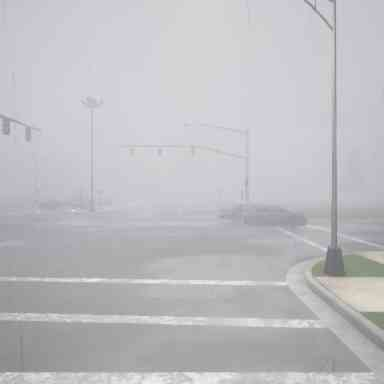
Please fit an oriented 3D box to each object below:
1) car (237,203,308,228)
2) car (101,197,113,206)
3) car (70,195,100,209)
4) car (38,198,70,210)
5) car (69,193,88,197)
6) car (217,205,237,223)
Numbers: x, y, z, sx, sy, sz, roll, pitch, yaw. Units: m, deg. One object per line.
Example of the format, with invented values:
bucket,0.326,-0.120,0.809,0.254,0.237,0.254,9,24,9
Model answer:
car,5.286,1.564,21.550,4.181,1.385,1.994,0,0,0
car,-14.327,1.526,54.462,1.812,1.442,4.674,0,0,1
car,-14.463,1.547,44.868,2.033,1.411,5.357,0,0,1
car,-18.002,1.601,42.933,1.895,1.301,4.718,0,0,1
car,-17.864,1.221,52.579,2.150,2.045,5.566,0,0,1
car,4.565,1.547,25.055,5.357,1.411,2.033,0,0,0
